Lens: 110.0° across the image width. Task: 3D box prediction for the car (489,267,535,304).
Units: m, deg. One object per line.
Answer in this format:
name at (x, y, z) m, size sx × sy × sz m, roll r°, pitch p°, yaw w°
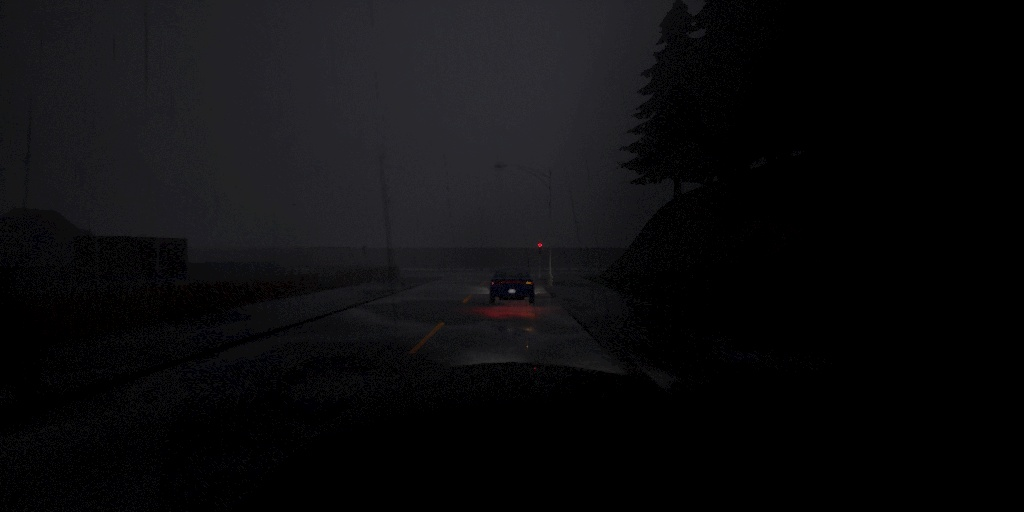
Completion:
car at (0.000, 1.234, 16.500) m, size 1.882 × 1.535 × 5.008 m, roll 0°, pitch 0°, yaw 0°
